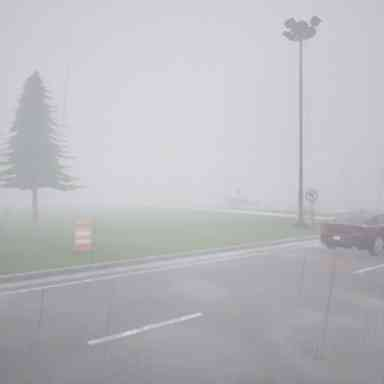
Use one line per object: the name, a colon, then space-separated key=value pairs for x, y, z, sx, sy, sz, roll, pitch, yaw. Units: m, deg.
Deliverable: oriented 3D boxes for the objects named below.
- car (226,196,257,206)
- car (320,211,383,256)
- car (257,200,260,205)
car: x=7.535 y=1.470 z=53.316 sx=1.882 sy=1.535 sz=5.008 roll=0 pitch=0 yaw=-34
car: x=7.172 y=1.474 z=13.221 sx=5.008 sy=1.535 sz=1.882 roll=0 pitch=0 yaw=-35
car: x=9.390 y=1.592 z=56.804 sx=1.895 sy=1.301 sz=4.718 roll=0 pitch=0 yaw=-34
